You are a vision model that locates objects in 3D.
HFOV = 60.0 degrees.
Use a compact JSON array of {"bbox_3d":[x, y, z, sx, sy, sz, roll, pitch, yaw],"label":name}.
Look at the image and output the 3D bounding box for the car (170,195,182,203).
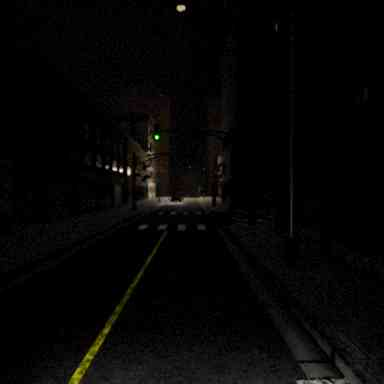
[{"bbox_3d":[-2.813,1.189,59.602,1.895,1.301,4.718,0,0,1],"label":"car"}]
